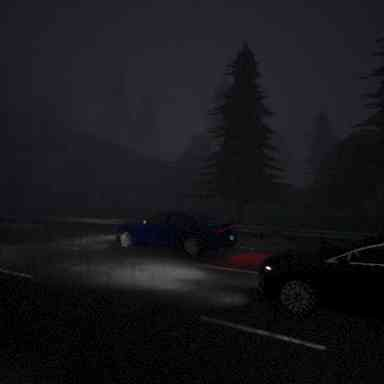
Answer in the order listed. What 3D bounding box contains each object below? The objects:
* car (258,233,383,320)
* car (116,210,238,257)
[{"bbox_3d":[3.575,1.447,5.703,4.902,1.511,2.128,0,0,35],"label":"car"},{"bbox_3d":[-0.709,1.433,12.797,5.008,1.535,1.882,0,0,33],"label":"car"}]
